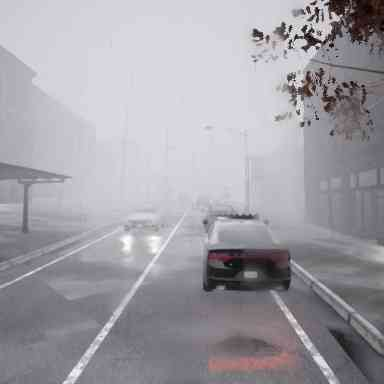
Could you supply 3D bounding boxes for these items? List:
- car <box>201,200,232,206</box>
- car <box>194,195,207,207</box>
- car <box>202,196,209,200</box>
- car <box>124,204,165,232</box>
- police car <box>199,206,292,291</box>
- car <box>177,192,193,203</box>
[{"bbox_3d":[1.604,1.437,19.001,1.837,1.490,4.892,0,0,2],"label":"car"},{"bbox_3d":[1.569,1.392,45.902,1.895,1.301,4.718,0,0,2],"label":"car"},{"bbox_3d":[1.826,1.348,25.193,1.801,1.575,5.366,0,0,2],"label":"car"},{"bbox_3d":[-2.677,1.456,19.621,1.812,1.442,4.674,0,0,2],"label":"car"},{"bbox_3d":[1.245,1.411,9.108,1.930,1.638,5.238,0,0,2],"label":"police car"},{"bbox_3d":[-1.439,0.965,61.813,2.150,2.045,5.566,0,0,2],"label":"car"}]
